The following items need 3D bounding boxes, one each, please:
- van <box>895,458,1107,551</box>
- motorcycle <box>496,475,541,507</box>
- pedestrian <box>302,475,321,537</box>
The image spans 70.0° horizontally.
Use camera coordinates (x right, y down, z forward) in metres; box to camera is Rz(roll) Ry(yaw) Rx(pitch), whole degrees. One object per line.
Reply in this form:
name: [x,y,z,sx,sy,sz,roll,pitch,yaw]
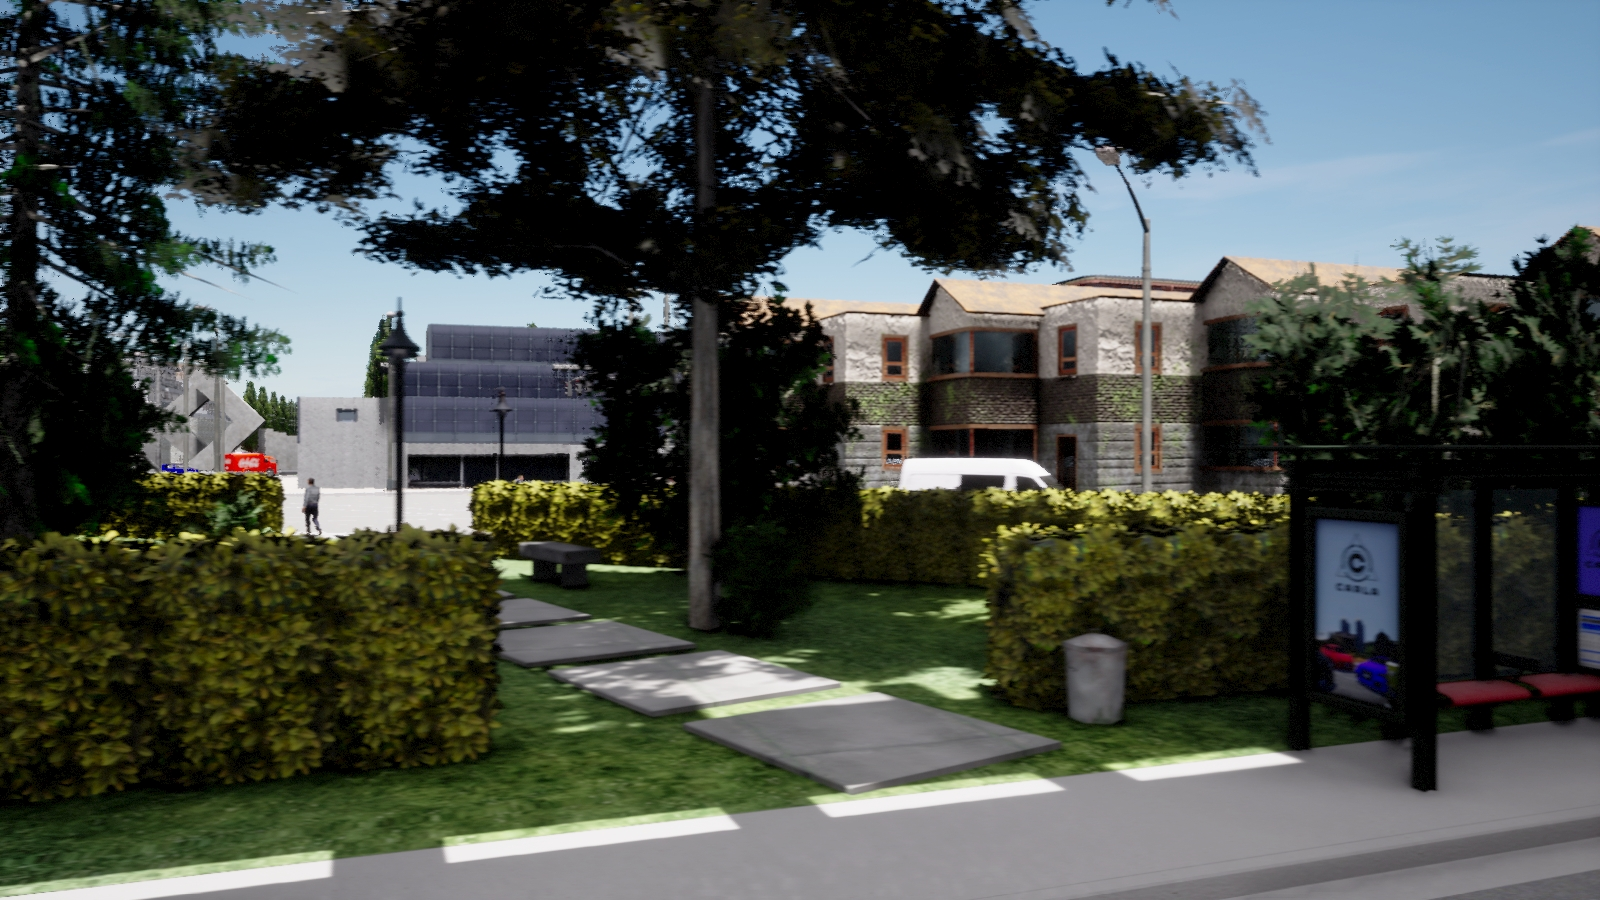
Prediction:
van: [5.977,1.536,34.100,5.915,2.561,1.988,0,0,25]
motorcycle: [-13.654,1.969,55.493,2.033,1.505,0.803,-1,0,-20]
pedestrian: [-14.805,1.700,34.652,0.375,1.860,0.375,0,0,32]
